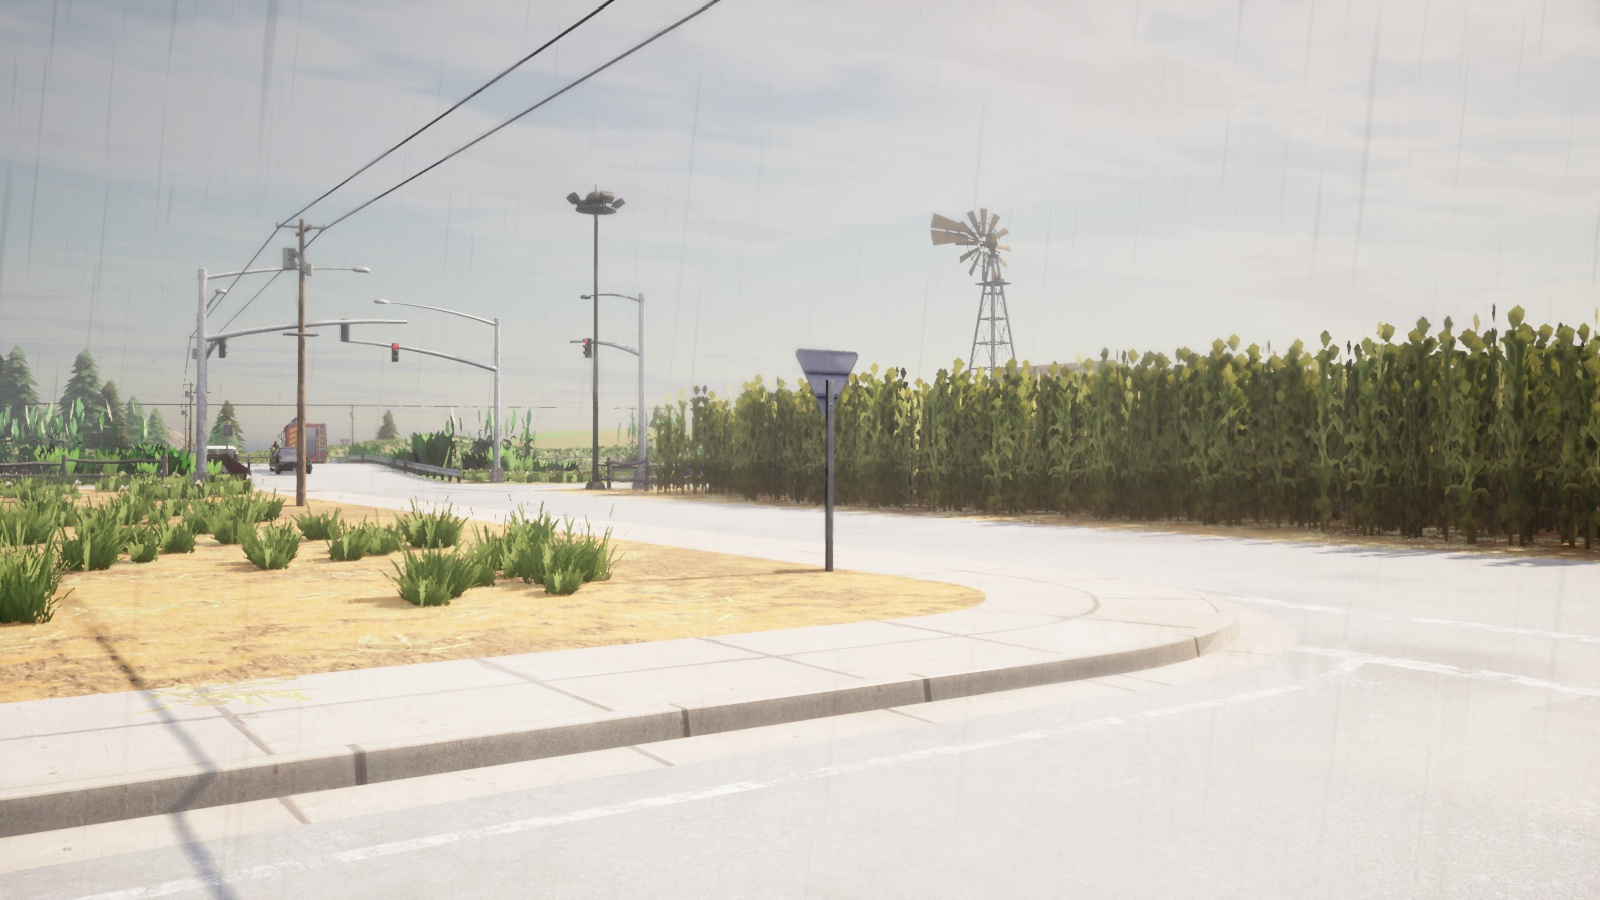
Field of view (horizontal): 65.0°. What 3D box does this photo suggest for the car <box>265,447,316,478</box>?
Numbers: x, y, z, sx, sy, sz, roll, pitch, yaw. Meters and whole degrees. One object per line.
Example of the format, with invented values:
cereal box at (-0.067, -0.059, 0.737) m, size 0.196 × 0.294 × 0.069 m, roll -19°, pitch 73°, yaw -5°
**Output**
car at (-28.228, 0.655, 69.513) m, size 2.033 × 1.411 × 5.357 m, roll 0°, pitch 3°, yaw -28°
